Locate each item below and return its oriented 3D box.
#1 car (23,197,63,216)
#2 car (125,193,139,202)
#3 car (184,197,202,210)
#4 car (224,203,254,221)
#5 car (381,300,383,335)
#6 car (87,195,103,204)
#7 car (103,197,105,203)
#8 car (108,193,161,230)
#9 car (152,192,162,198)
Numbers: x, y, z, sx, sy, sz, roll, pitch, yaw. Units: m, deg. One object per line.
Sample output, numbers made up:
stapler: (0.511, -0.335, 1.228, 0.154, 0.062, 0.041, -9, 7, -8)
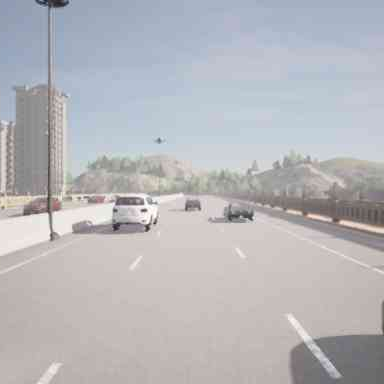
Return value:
car: (-14.082, 1.268, 31.599, 2.097, 1.767, 4.553, 0, 0, 0)
car: (-13.225, 1.152, 73.529, 2.097, 1.767, 4.553, 0, 0, 2)
car: (0.122, 1.383, 40.339, 2.128, 1.511, 4.902, 0, 0, 0)
car: (3.605, 1.529, 26.536, 1.895, 1.301, 4.718, 0, 0, 0)
car: (3.600, 1.483, 2.782, 2.128, 1.511, 4.902, 0, 0, 0)
car: (-17.158, 1.320, 59.483, 1.882, 1.535, 5.008, 0, 0, 2)
car: (-10.489, 1.365, 47.206, 2.128, 1.511, 4.902, 0, 0, 1)
car: (-3.397, 1.167, 20.535, 2.150, 2.045, 5.566, 0, 0, 0)
car: (-9.288, 0.857, 88.474, 1.882, 1.535, 5.008, 0, 0, 2)
